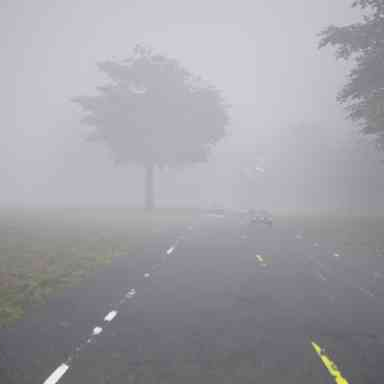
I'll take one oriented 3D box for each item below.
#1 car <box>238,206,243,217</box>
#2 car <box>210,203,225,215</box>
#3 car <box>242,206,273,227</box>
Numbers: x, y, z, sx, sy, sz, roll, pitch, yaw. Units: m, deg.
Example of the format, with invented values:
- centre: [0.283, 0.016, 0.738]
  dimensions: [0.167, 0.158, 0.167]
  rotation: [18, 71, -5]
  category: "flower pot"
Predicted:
- centre: [6.602, 2.371, 40.258]
  dimensions: [1.895, 1.301, 4.718]
  rotation: [3, -1, 5]
  category: "car"
- centre: [3.335, 2.202, 43.798]
  dimensions: [2.033, 1.411, 5.357]
  rotation: [3, -1, 5]
  category: "car"
- centre: [5.679, 2.143, 28.335]
  dimensions: [2.033, 1.411, 5.357]
  rotation: [3, -1, 5]
  category: "car"
